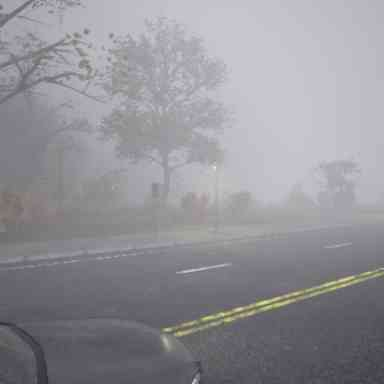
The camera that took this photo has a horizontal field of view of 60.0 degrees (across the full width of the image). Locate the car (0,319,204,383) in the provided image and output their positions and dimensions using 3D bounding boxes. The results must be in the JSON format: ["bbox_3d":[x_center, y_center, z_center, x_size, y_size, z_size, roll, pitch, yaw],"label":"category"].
[{"bbox_3d":[-2.010,1.525,2.022,4.674,1.442,1.812,0,0,-35],"label":"car"}]
